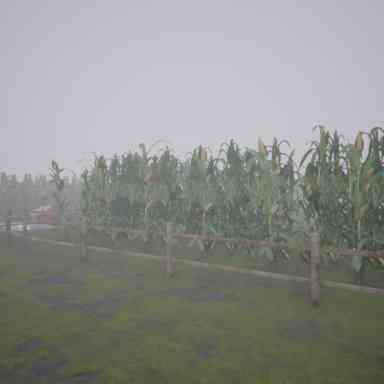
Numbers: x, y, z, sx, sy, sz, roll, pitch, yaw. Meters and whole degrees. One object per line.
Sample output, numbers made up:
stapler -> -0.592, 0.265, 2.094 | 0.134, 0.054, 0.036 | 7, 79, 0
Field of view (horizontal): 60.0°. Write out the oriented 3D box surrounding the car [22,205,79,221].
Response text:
car -> -11.048, 1.686, 26.183 | 1.994, 1.385, 4.181 | -1, -1, 36
